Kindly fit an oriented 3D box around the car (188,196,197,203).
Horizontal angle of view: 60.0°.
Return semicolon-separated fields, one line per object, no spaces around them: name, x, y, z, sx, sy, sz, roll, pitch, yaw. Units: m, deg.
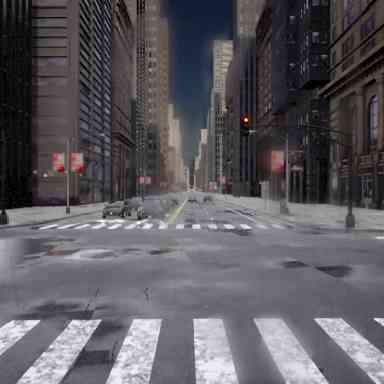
car;0.099;1.473;69.828;2.033;1.411;5.357;0;0;0

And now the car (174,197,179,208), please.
car;-3.340;1.534;46.496;1.994;1.385;4.181;0;0;0

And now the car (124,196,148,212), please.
car;-6.598;1.328;39.744;2.097;1.767;4.553;0;0;0

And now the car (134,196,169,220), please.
car;-3.291;1.339;27.689;2.097;1.767;4.553;0;0;-2

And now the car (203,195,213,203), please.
car;3.349;1.430;69.916;1.837;1.490;4.892;0;0;0

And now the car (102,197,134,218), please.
car;-6.601;1.490;29.590;1.837;1.490;4.892;0;0;0

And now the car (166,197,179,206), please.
car;-3.315;1.556;56.513;1.895;1.301;4.718;0;0;0

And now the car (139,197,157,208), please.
car;-6.590;1.513;50.041;2.033;1.411;5.357;0;0;0

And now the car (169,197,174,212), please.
car;-3.352;1.505;36.473;1.812;1.442;4.674;0;0;0
